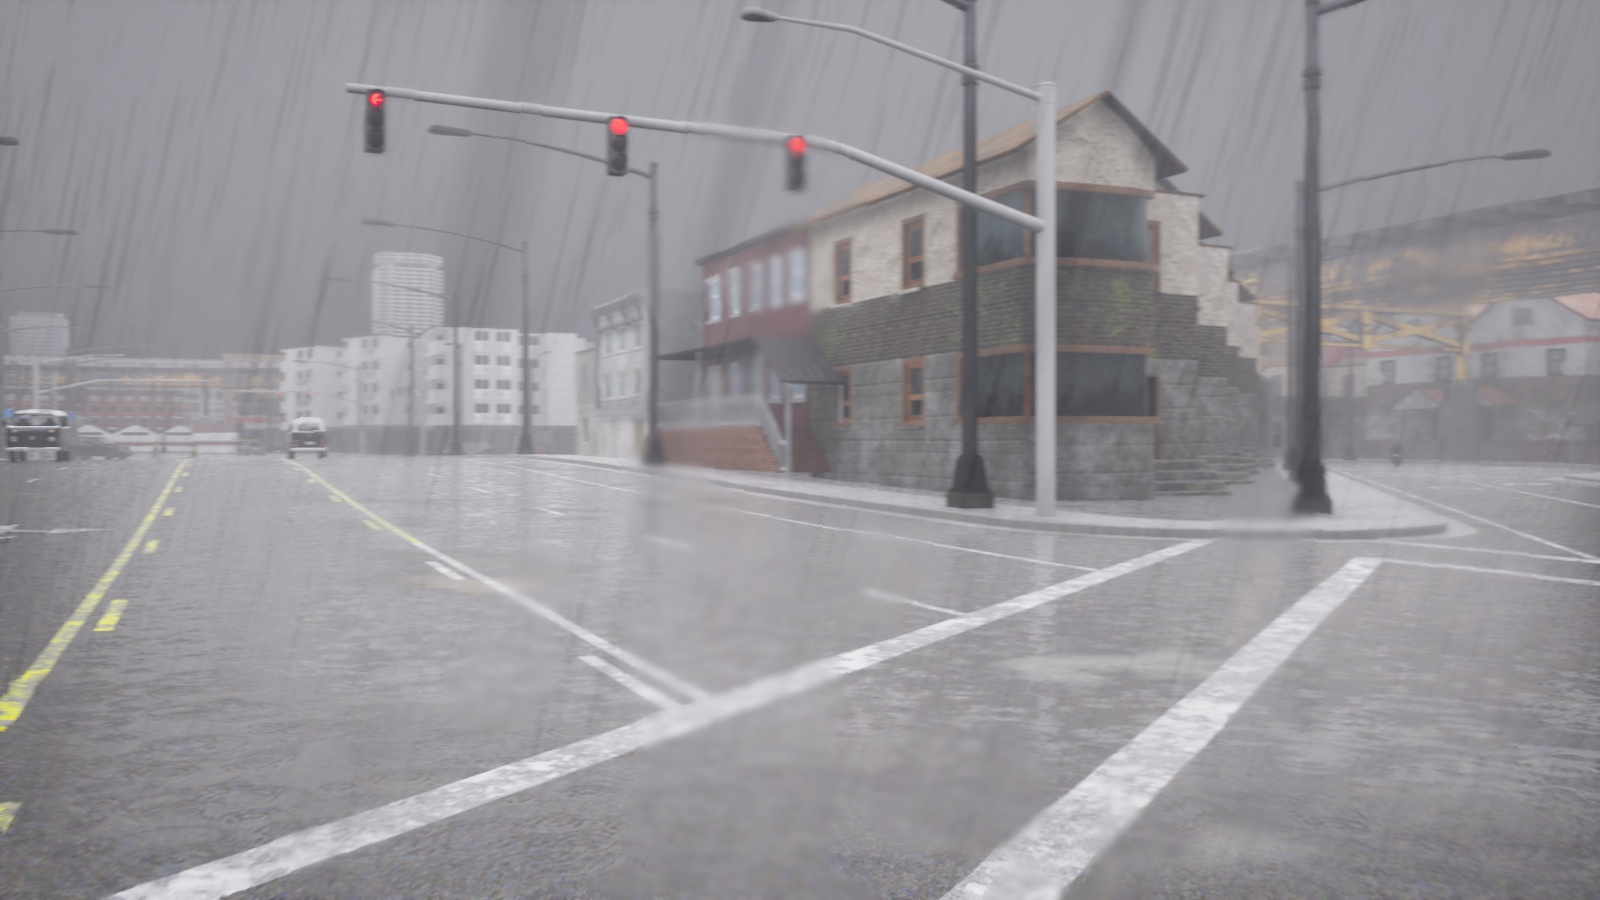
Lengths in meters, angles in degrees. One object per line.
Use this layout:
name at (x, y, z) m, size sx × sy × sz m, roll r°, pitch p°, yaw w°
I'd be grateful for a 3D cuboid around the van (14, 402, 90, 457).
van at (-29.170, -0.788, 49.099) m, size 2.069 × 2.038 × 4.480 m, roll 0°, pitch 1°, yaw -24°

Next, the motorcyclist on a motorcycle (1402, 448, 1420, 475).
motorcyclist on a motorcycle at (35.310, 0.647, 72.527) m, size 0.866 × 1.530 × 2.191 m, roll 0°, pitch 0°, yaw 28°

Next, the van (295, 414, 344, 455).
van at (-25.118, -0.758, 65.556) m, size 2.069 × 2.038 × 4.480 m, roll 0°, pitch -1°, yaw -24°
